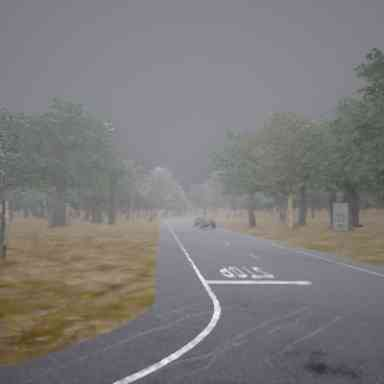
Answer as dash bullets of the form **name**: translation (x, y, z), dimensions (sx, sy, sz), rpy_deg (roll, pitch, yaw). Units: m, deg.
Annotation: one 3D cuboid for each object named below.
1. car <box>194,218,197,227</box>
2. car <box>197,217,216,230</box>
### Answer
- **car**: translation (1.440, 5.052, 55.913), dimensions (1.837, 1.490, 4.892), rpy_deg (2, -4, -5)
- **car**: translation (2.286, 4.499, 47.284), dimensions (1.837, 1.490, 4.892), rpy_deg (2, -4, -5)
